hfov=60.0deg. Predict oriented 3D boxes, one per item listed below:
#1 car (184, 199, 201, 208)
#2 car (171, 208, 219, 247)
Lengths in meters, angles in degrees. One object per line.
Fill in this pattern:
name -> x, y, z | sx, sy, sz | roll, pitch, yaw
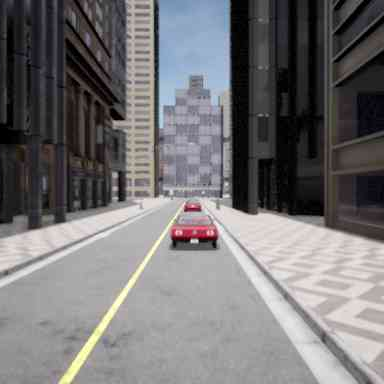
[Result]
car -> 0.094, 1.586, 40.193 | 1.994, 1.385, 4.181 | 0, 0, 0
car -> 0.098, 1.604, 15.055 | 1.895, 1.301, 4.718 | 0, 0, 0
